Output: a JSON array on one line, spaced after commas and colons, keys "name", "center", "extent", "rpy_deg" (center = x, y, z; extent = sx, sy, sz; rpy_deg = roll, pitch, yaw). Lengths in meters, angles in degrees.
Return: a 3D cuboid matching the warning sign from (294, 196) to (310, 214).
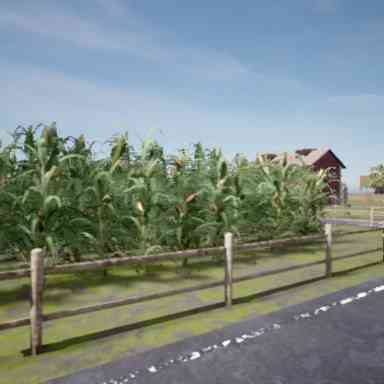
[{"name": "warning sign", "center": [11.997, 1.427, 36.214], "extent": [1.300, 1.860, 1.060], "rpy_deg": [0, 0, -39]}]
